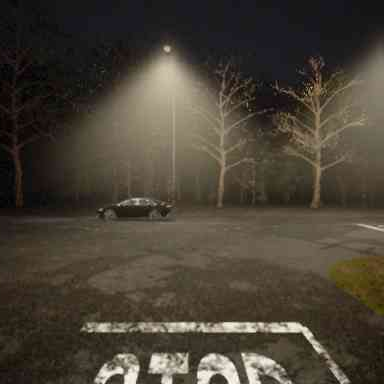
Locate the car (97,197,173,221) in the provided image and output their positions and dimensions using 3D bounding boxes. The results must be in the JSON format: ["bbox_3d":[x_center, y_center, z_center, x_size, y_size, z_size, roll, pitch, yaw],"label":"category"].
[{"bbox_3d":[-3.747,1.117,21.986,4.902,1.511,2.128,0,1,0],"label":"car"}]
